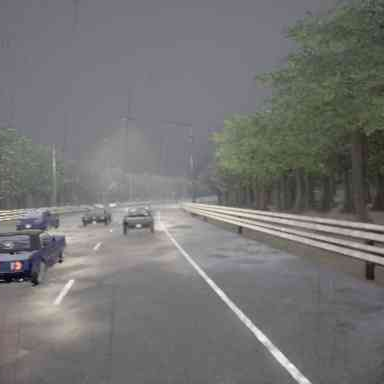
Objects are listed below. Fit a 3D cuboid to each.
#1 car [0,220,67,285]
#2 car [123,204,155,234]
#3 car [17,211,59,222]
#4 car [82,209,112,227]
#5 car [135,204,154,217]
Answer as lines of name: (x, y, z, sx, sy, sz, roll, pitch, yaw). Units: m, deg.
car: (-5.029, 1.791, 9.786, 1.895, 1.301, 4.718, -2, 0, -10)
car: (-3.388, 1.736, 21.322, 2.128, 1.511, 4.902, -2, -1, -8)
car: (-10.731, 2.050, 23.386, 1.812, 1.442, 4.674, -2, -1, -8)
car: (-7.807, 2.094, 27.787, 1.895, 1.301, 4.718, -2, -1, -8)
car: (-5.829, 2.228, 41.255, 1.994, 1.385, 4.181, -2, -1, -6)
